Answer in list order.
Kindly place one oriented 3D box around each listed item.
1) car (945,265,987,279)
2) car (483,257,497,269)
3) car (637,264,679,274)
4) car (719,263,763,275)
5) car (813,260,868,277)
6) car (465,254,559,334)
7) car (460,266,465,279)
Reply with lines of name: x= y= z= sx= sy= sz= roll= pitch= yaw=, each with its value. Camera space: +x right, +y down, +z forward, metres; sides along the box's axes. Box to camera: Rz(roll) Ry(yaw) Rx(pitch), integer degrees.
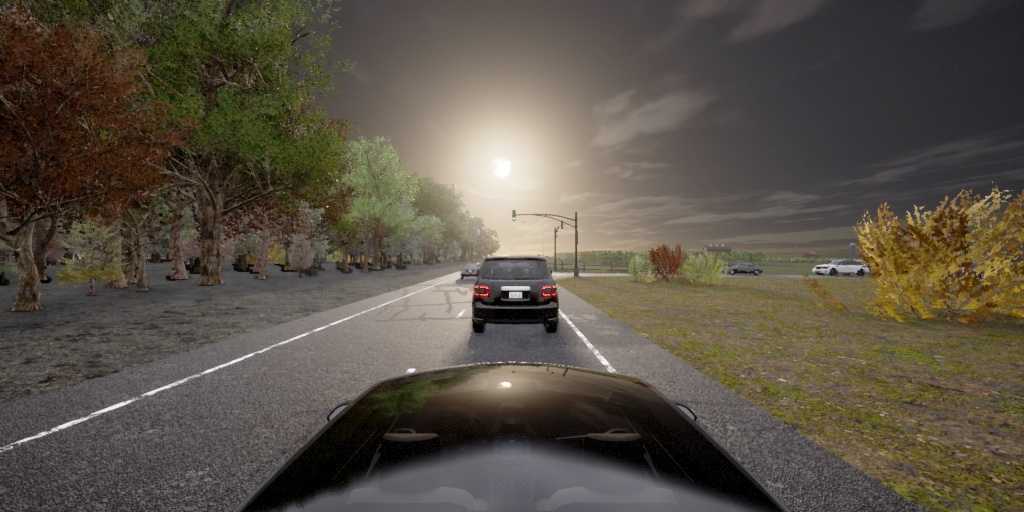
car: x=50.303 y=1.777 z=40.412 sx=5.008 sy=1.535 sz=1.882 roll=1 pitch=-1 yaw=1
car: x=-3.505 y=1.110 z=57.804 sx=2.097 sy=1.767 sz=4.553 roll=0 pitch=0 yaw=0
car: x=17.873 y=1.606 z=44.147 sx=4.718 sy=1.301 sz=1.895 roll=1 pitch=-1 yaw=1
car: x=28.144 y=1.609 z=44.102 sx=4.902 sy=1.511 sz=2.128 roll=1 pitch=-1 yaw=0
car: x=40.329 y=1.475 z=44.063 sx=5.566 sy=2.045 sz=2.150 roll=1 pitch=-1 yaw=0
car: x=0.081 y=0.974 z=10.769 sx=2.150 sy=2.045 sz=5.566 roll=0 pitch=0 yaw=0
car: x=-3.458 y=1.305 z=32.158 sx=2.033 sy=1.411 sz=5.357 roll=0 pitch=0 yaw=0
